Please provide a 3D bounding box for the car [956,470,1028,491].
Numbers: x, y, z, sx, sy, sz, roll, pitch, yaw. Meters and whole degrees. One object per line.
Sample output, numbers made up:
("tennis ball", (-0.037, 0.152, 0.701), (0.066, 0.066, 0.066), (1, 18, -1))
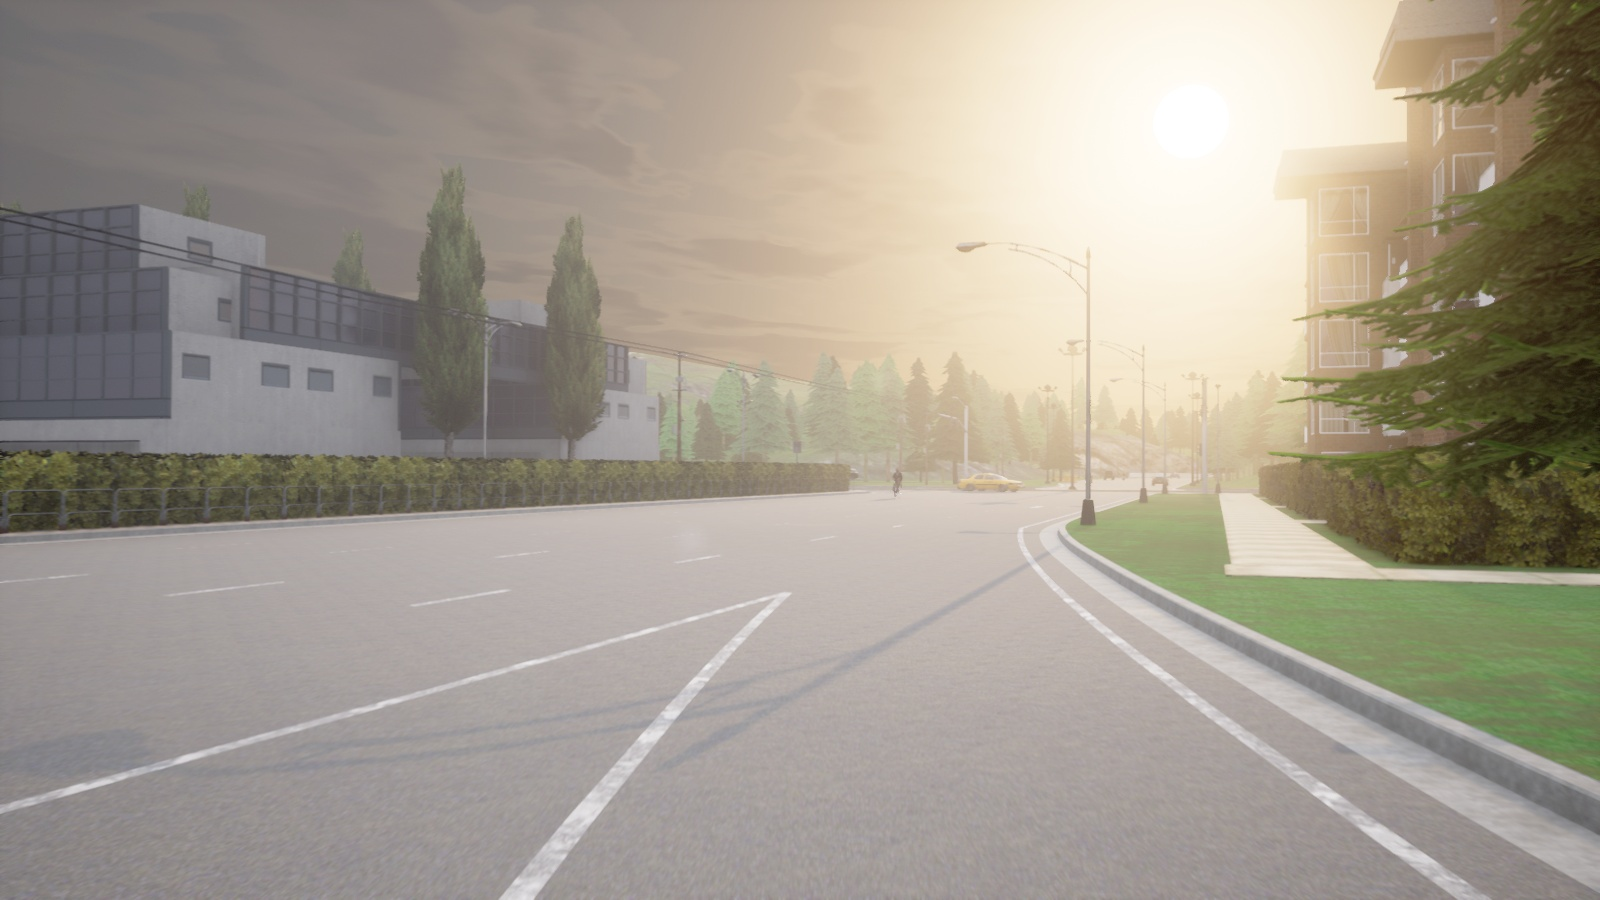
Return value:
("car", (14.625, 2.309, 96.038), (5.366, 1.575, 1.801), (-1, -1, 43))
